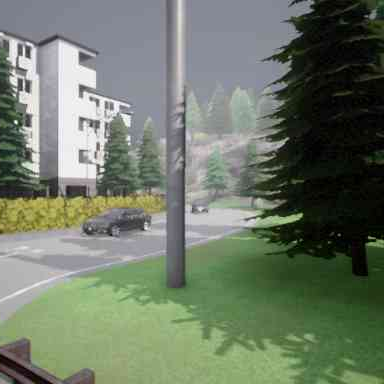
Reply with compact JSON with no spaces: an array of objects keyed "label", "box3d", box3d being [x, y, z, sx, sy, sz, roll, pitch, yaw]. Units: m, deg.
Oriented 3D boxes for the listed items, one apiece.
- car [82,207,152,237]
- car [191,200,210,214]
[{"label":"car","box3d":[-4.221,1.683,19.493,1.837,1.490,4.892,0,0,27]},{"label":"car","box3d":[0.980,1.671,37.768,2.128,1.511,4.902,0,0,2]}]
